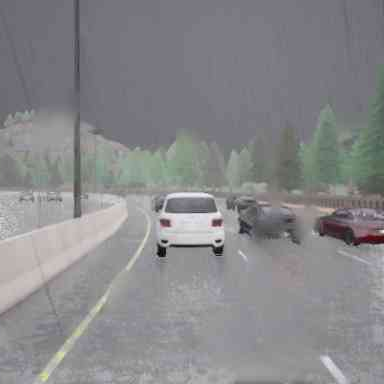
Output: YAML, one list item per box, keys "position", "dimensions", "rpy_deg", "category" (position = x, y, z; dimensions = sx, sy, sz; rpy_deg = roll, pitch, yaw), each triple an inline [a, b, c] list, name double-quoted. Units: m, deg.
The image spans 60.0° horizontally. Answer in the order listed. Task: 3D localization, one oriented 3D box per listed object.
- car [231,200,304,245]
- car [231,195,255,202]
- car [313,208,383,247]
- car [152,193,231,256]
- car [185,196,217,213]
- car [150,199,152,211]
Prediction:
- position: [3.215, 1.288, 14.444]
  dimensions: [1.837, 1.490, 4.892]
  rpy_deg: [0, 1, -4]
  category: "car"
- position: [4.451, 1.049, 30.520]
  dimensions: [1.837, 1.490, 4.892]
  rpy_deg: [0, 1, -12]
  category: "car"
- position: [6.752, 1.355, 13.876]
  dimensions: [1.994, 1.385, 4.181]
  rpy_deg: [0, 1, -3]
  category: "car"
- position: [-0.138, 1.034, 12.489]
  dimensions: [2.150, 2.045, 5.566]
  rpy_deg: [0, 1, -3]
  category: "car"
- position: [0.751, 1.101, 31.013]
  dimensions: [1.994, 1.385, 4.181]
  rpy_deg: [0, 1, -13]
  category: "car"
- position: [-2.694, 1.050, 30.497]
  dimensions: [1.837, 1.490, 4.892]
  rpy_deg: [0, 1, -13]
  category: "car"
